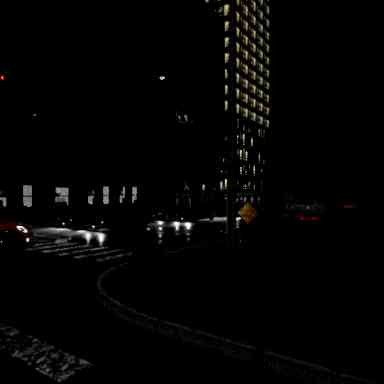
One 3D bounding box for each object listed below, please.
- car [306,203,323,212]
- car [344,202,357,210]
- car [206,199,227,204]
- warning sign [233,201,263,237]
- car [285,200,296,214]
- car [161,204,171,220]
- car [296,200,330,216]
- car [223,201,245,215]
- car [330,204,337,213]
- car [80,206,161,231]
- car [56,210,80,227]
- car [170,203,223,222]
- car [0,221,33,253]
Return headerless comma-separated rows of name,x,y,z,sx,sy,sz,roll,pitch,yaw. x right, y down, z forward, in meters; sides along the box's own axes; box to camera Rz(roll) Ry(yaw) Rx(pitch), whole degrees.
car,21.572,2.669,58.460,1.994,1.385,4.181,0,-1,33
car,31.360,2.788,65.776,1.882,1.535,5.008,0,-1,33
car,3.176,1.900,42.160,2.150,2.045,5.566,0,-1,32
warning sign,3.124,1.453,18.531,1.300,1.860,1.060,1,1,33
car,15.433,2.126,48.878,2.150,2.045,5.566,0,-1,33
car,-2.358,2.000,33.539,1.837,1.490,4.892,0,-1,33
car,16.088,2.064,44.001,2.150,2.045,5.566,0,-1,35
car,6.034,2.178,40.593,2.128,1.511,4.902,0,-1,33
car,21.811,2.595,52.990,1.994,1.385,4.181,0,-1,33
car,-4.883,1.872,23.582,2.033,1.411,5.357,0,-1,33
car,-7.540,1.871,25.460,2.033,1.411,5.357,0,-1,33
car,0.553,2.052,32.061,2.033,1.411,5.357,0,-1,33
car,-8.900,1.480,13.394,4.553,1.767,2.097,1,-1,-25
